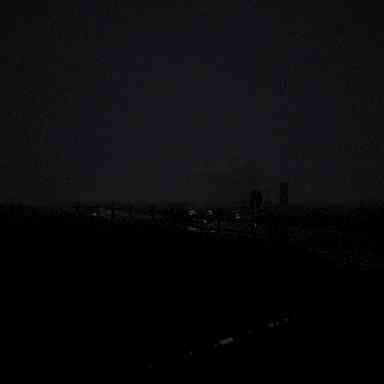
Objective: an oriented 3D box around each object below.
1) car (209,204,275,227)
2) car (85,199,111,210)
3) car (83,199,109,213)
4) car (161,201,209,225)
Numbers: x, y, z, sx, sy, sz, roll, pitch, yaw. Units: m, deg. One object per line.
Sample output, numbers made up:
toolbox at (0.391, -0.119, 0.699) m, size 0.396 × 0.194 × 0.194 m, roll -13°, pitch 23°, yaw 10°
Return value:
car at (3.659, 1.605, 23.665) m, size 1.837 × 1.490 × 4.892 m, roll 1°, pitch -1°, yaw -35°
car at (-13.466, 1.753, 47.484) m, size 2.128 × 1.511 × 4.902 m, roll 1°, pitch -1°, yaw -35°
car at (-11.638, 1.681, 39.995) m, size 2.128 × 1.511 × 4.902 m, roll 1°, pitch -1°, yaw -35°
car at (-0.418, 1.436, 24.346) m, size 2.097 × 1.767 × 4.553 m, roll 1°, pitch -1°, yaw -36°
